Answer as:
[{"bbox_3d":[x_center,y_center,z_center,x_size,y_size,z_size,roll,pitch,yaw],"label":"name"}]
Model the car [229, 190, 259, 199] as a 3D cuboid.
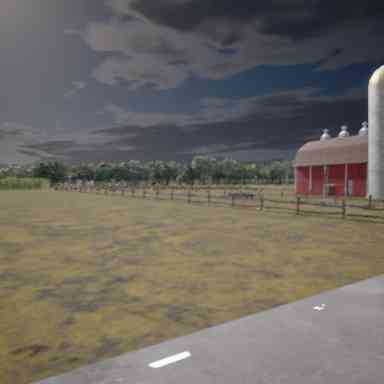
[{"bbox_3d":[8.012,0.335,51.875,2.033,1.411,5.357,-1,2,-35],"label":"car"}]
